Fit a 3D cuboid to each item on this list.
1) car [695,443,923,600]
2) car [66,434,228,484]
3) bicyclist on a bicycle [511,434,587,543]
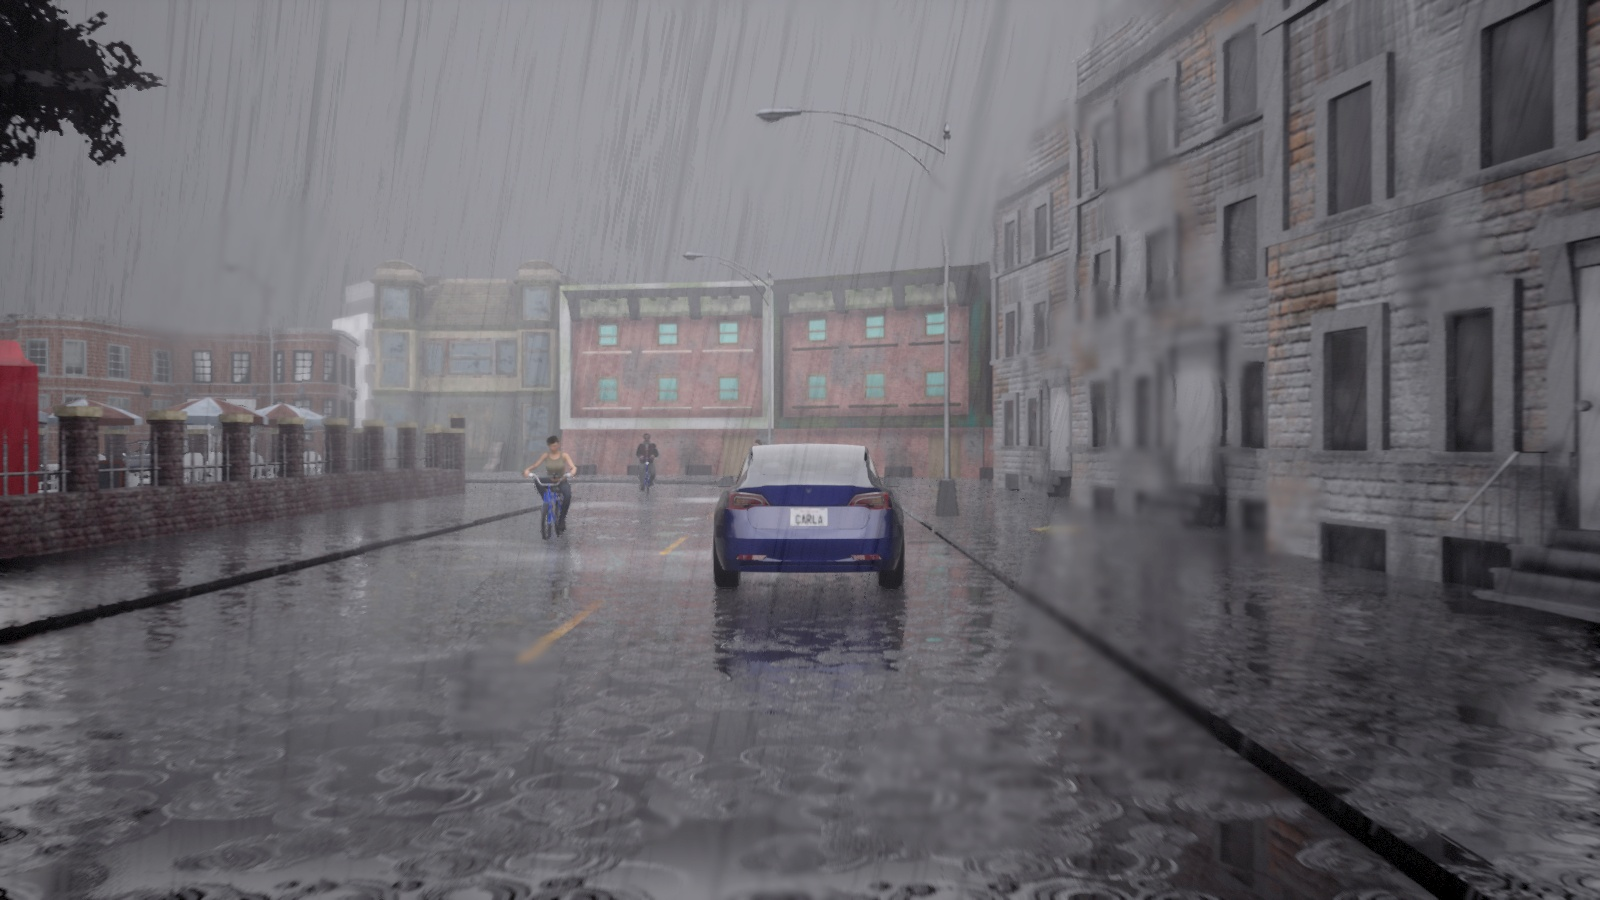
[{"bbox_3d":[0.096,0.666,14.296,2.163,1.488,4.792,0,0,0],"label":"car"},{"bbox_3d":[-23.316,0.313,45.004,4.611,1.667,2.242,-1,0,0],"label":"car"},{"bbox_3d":[-3.870,0.570,19.498,0.866,1.612,1.509,0,0,1],"label":"bicyclist on a bicycle"}]
